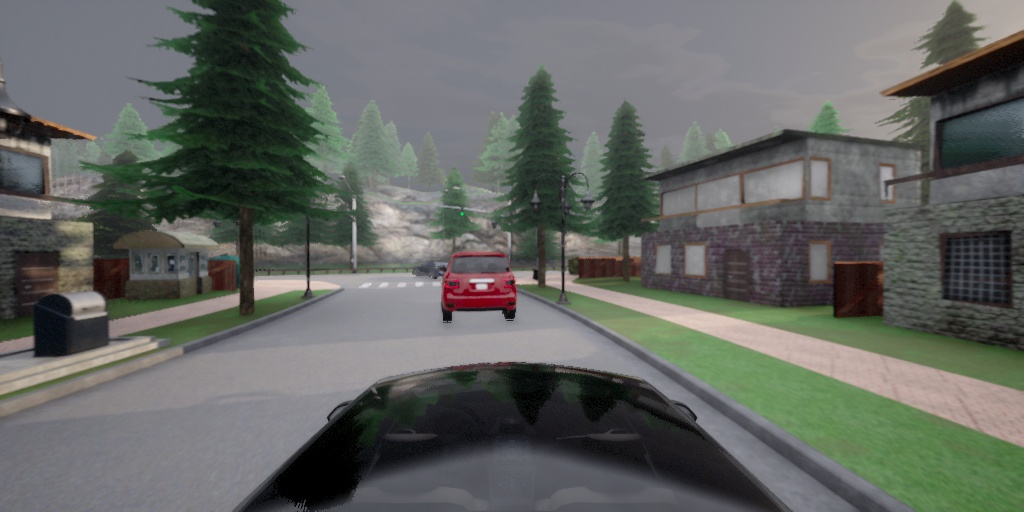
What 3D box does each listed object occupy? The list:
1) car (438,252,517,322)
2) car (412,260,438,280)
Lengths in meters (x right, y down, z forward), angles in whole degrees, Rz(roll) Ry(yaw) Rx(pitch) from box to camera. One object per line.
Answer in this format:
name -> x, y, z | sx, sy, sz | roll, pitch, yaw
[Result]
car -> -1.242, 0.884, 12.118 | 2.150, 2.045, 5.566 | 0, 0, -10
car -> -5.953, 1.011, 27.896 | 2.033, 1.411, 5.357 | 0, 1, -36
